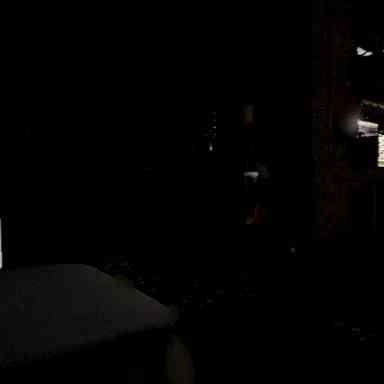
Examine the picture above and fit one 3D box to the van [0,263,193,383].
[{"bbox_3d":[-1.829,1.347,1.017,3.998,1.788,1.690,-1,0,-35],"label":"van"}]
